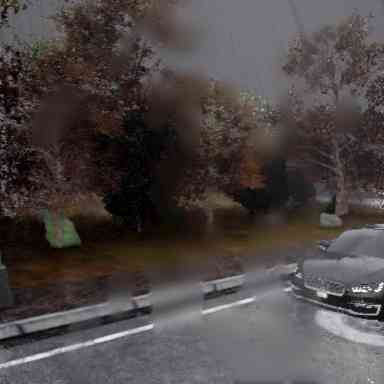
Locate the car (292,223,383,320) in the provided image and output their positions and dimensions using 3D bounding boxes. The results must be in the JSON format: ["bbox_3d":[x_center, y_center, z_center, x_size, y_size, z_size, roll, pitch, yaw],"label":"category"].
[{"bbox_3d":[4.135,1.486,7.158,4.892,1.490,1.837,0,0,-38],"label":"car"}]
